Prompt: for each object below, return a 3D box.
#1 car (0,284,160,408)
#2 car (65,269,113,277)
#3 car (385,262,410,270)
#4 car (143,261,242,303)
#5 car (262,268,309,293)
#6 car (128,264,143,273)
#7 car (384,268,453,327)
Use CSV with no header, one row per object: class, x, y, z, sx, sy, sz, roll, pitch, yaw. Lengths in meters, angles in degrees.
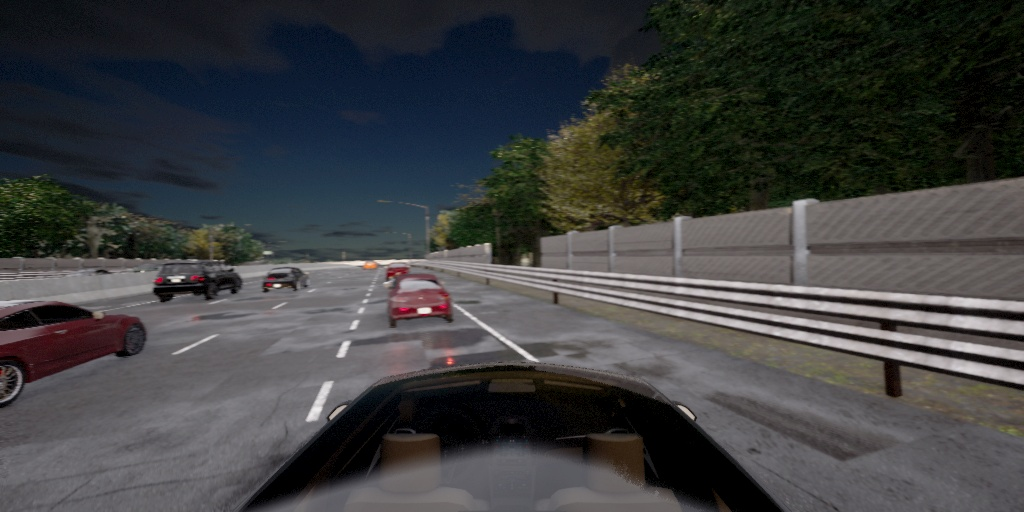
car,-8.515,1.473,6.021,1.812,1.442,4.674,-2,0,-19
car,-46.412,2.234,39.450,1.837,1.490,4.892,-2,0,-19
car,-9.914,1.273,31.074,1.882,1.535,5.008,-2,0,-19
car,-17.079,1.287,19.794,2.150,2.045,5.566,-2,0,-19
car,-14.608,1.480,23.337,1.837,1.490,4.892,-2,1,-19
car,-44.332,1.896,44.110,2.150,2.045,5.566,-2,0,-19
car,-3.112,1.299,11.749,1.812,1.442,4.674,-2,0,-19
